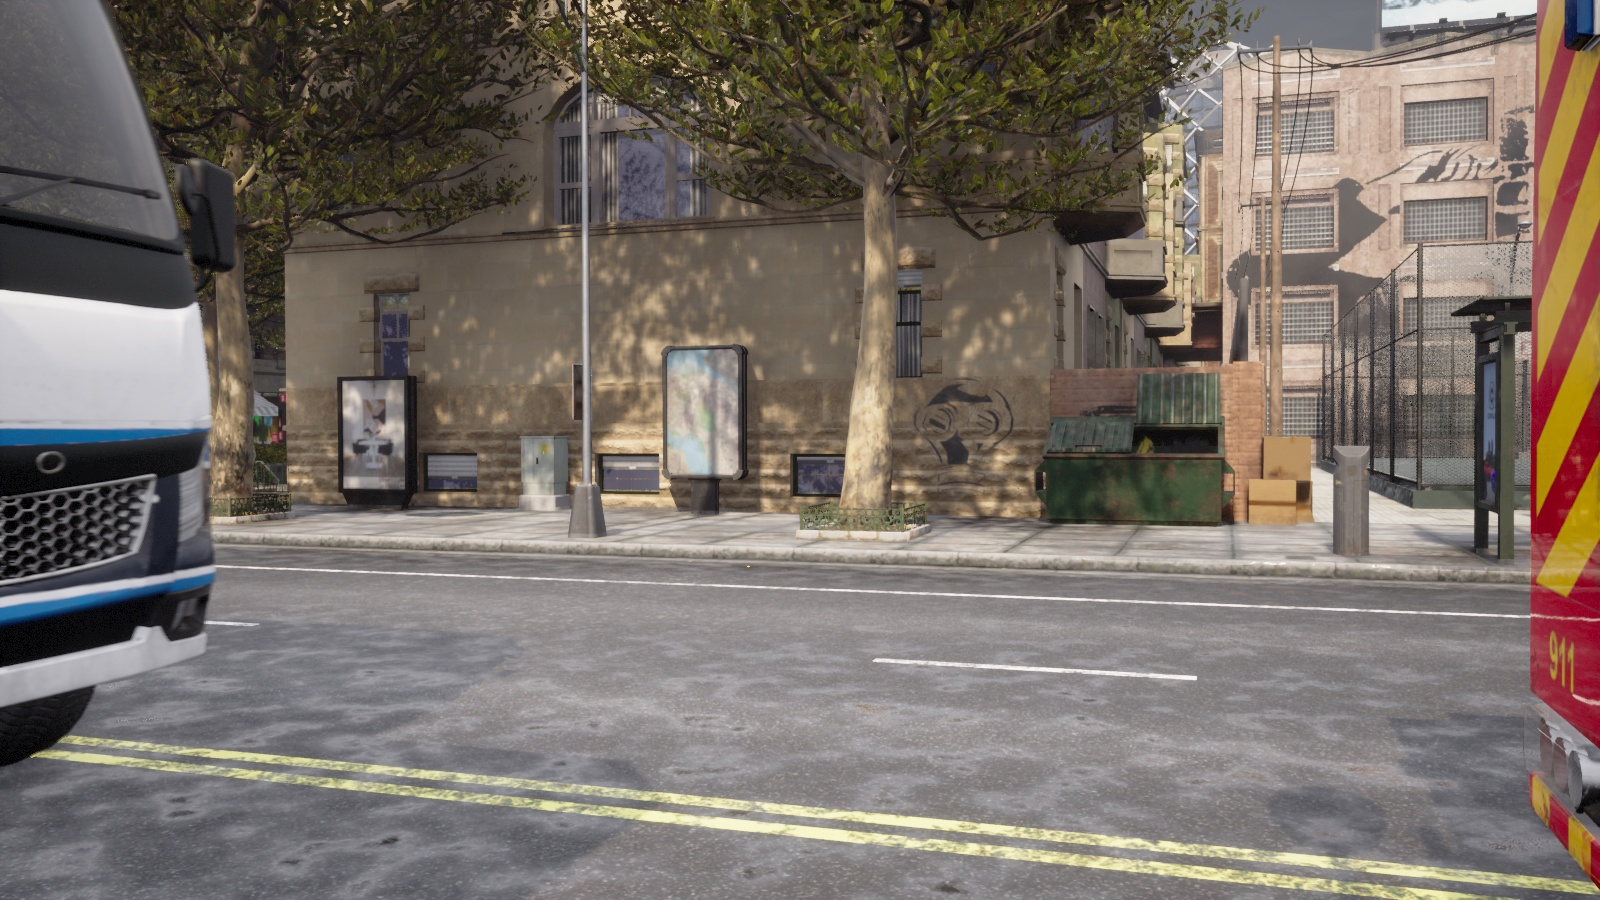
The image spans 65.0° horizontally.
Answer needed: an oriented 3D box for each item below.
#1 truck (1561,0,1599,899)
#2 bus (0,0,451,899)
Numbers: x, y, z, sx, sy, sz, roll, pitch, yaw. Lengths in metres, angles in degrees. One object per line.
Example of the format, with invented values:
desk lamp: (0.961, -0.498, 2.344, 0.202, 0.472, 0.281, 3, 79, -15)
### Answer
truck: (5.943, -0.335, 1.185, 8.468, 3.827, 2.891, 1, 1, 19)
bus: (-7.129, -0.665, 5.556, 10.273, 4.253, 3.944, 0, 1, 18)
